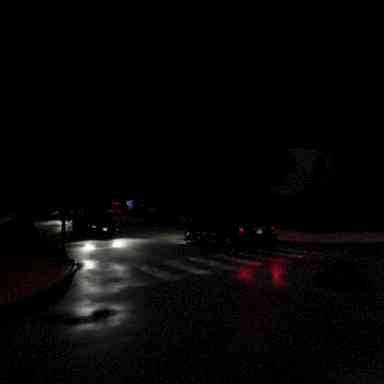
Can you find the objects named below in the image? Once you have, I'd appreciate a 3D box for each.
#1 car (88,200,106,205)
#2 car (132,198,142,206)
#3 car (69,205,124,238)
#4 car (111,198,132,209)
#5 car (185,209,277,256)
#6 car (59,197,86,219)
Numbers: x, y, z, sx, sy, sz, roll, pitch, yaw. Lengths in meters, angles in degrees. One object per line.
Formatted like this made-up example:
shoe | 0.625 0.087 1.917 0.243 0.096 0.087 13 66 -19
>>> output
car | -14.718 1.941 51.391 1.994 1.385 4.181 0 0 -1
car | -10.537 1.869 60.246 1.882 1.535 5.008 0 0 10
car | -5.778 1.747 19.693 1.837 1.490 4.892 0 0 -29
car | -10.951 1.851 50.208 2.128 1.511 4.902 0 0 -1
car | 1.510 1.557 14.520 2.097 1.767 4.553 0 0 -30
car | -11.967 1.529 33.468 2.150 2.045 5.566 0 0 -17
